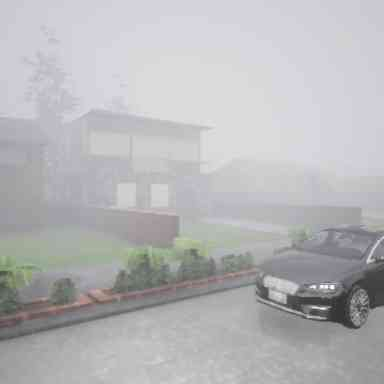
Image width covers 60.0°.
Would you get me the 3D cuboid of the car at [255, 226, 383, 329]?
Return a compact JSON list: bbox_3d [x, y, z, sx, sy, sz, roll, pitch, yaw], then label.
[{"bbox_3d":[3.445,1.515,7.063,4.902,1.511,2.128,0,0,-35],"label":"car"}]
